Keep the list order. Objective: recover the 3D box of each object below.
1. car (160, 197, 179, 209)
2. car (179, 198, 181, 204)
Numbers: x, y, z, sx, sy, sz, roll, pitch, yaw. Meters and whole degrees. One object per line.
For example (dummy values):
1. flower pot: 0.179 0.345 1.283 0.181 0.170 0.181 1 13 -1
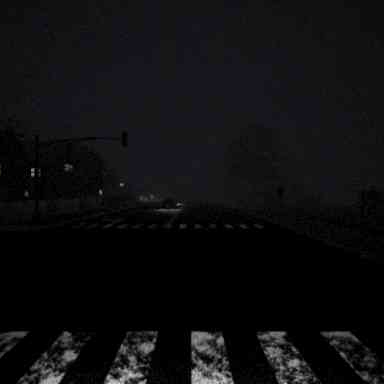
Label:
1. car: -3.215 1.611 46.160 1.837 1.490 4.892 0 0 0
2. car: -3.201 1.643 65.526 2.033 1.411 5.357 0 0 0
